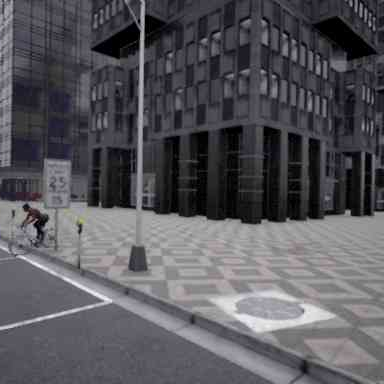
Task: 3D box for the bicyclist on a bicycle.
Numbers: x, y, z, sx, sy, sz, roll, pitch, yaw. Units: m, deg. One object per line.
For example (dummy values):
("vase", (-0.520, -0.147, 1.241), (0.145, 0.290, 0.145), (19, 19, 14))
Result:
("bicyclist on a bicycle", (-5.100, 1.170, 10.773), (1.656, 1.620, 0.582), (-12, 9, -43))
